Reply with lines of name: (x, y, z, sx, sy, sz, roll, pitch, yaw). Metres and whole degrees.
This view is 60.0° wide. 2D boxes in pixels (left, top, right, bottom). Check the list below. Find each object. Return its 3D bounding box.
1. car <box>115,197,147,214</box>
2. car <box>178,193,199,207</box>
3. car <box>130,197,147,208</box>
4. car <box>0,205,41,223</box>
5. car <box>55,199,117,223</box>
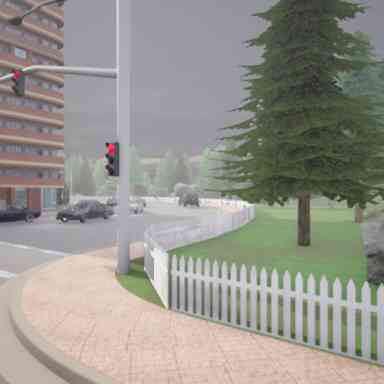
car: (-6.324, 1.472, 34.854, 1.812, 1.442, 4.674, 0, 0, 3)
car: (-0.555, 1.168, 48.905, 2.150, 2.045, 5.566, 0, 0, -14)
car: (-7.747, 1.473, 47.947, 1.812, 1.442, 4.674, 0, 0, -17)
car: (-12.845, 1.547, 22.732, 1.895, 1.301, 4.718, 0, 0, 23)
car: (-7.959, 1.494, 25.411, 2.033, 1.411, 5.357, 0, 0, 17)
